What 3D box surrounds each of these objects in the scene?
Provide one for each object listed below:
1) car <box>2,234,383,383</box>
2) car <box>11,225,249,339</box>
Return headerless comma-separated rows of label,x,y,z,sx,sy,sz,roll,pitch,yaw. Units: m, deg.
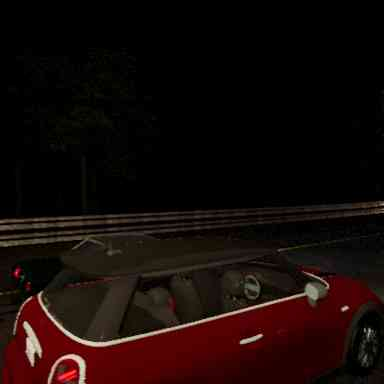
car,0.378,1.345,4.019,4.553,1.767,2.097,0,0,-36
car,-1.136,1.592,7.241,4.718,1.301,1.895,0,0,-36
